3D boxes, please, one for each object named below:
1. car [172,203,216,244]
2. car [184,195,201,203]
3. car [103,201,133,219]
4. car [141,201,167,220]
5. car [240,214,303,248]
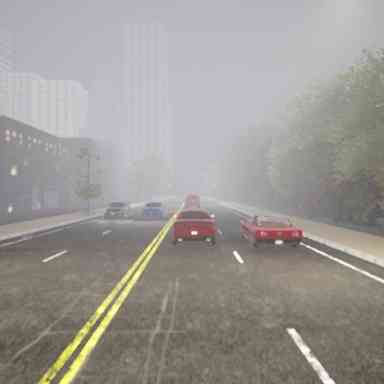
[{"bbox_3d":[0.095,1.534,16.079,1.882,1.535,5.008,0,0,0],"label":"car"},{"bbox_3d":[0.082,1.382,47.871,2.150,2.045,5.566,0,0,0],"label":"car"},{"bbox_3d":[-6.599,1.608,30.032,1.837,1.490,4.892,0,0,0],"label":"car"},{"bbox_3d":[-3.350,1.580,29.793,1.882,1.535,5.008,0,0,0],"label":"car"},{"bbox_3d":[3.344,1.654,14.985,1.895,1.301,4.718,0,0,0],"label":"car"}]
